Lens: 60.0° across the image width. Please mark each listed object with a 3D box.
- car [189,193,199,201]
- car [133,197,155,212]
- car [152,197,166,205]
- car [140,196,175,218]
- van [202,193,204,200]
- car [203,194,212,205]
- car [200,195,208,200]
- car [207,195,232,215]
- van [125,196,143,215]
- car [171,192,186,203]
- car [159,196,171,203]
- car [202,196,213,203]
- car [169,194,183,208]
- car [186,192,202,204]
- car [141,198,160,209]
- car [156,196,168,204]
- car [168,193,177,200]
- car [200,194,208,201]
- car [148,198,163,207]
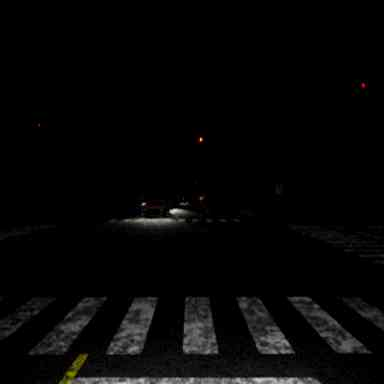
[{"bbox_3d":[0.469,1.132,74.003,2.097,1.767,4.553,0,0,0],"label":"car"},{"bbox_3d":[-5.612,1.414,39.341,1.967,1.590,4.097,0,0,0],"label":"car"},{"bbox_3d":[-5.503,1.527,56.346,1.947,1.339,4.313,0,0,0],"label":"car"},{"bbox_3d":[-3.082,1.457,30.562,1.882,1.535,5.008,0,0,4],"label":"car"},{"bbox_3d":[3.022,1.303,56.296,1.690,1.788,3.998,0,0,0],"label":"van"},{"bbox_3d":[2.950,1.410,44.958,1.967,1.590,4.097,0,0,0],"label":"car"},{"bbox_3d":[3.241,1.492,90.312,1.947,1.339,4.313,0,0,0],"label":"car"},{"bbox_3d":[2.877,1.417,33.620,1.967,1.590,4.097,0,0,0],"label":"car"},{"bbox_3d":[-5.649,1.318,33.673,1.690,1.788,3.998,0,0,0],"label":"van"},{"bbox_3d":[-2.582,1.302,67.474,2.097,1.767,4.553,0,0,1],"label":"car"},{"bbox_3d":[-5.430,1.517,67.682,1.947,1.339,4.313,0,0,0],"label":"car"},{"bbox_3d":[3.095,1.502,67.635,2.008,1.369,4.403,0,0,0],"label":"car"},{"bbox_3d":[-2.809,1.457,45.991,2.128,1.511,4.902,0,1,0],"label":"car"},{"bbox_3d":[0.403,1.176,63.643,2.150,2.045,5.566,0,0,0],"label":"car"},{"bbox_3d":[-5.576,1.536,45.009,1.947,1.339,4.313,0,0,0],"label":"car"},{"bbox_3d":[-5.468,1.482,61.844,1.752,1.417,4.829,0,0,0],"label":"car"},{"bbox_3d":[-5.285,1.241,90.355,2.192,1.841,5.009,0,0,0],"label":"car"},{"bbox_3d":[2.856,1.395,79.806,1.801,1.575,5.366,0,0,0],"label":"car"},{"bbox_3d":[-5.540,1.548,50.678,1.802,1.307,4.206,0,0,0],"label":"car"}]
